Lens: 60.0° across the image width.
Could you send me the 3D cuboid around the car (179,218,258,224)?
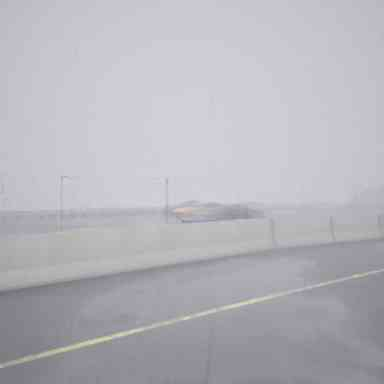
[{"bbox_3d":[1.586,1.572,17.444,4.718,1.301,1.895,0,0,-32],"label":"car"}]
